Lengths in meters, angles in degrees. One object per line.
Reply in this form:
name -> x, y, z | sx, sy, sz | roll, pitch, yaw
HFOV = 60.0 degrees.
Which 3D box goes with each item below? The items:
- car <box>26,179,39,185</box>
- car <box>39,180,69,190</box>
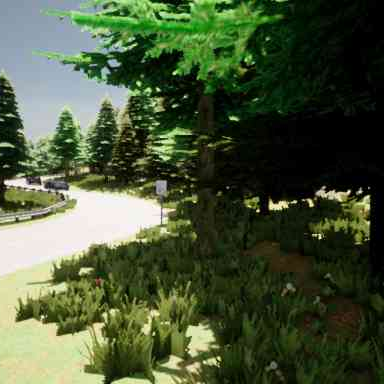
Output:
car -> -25.450, -1.926, 53.405 | 1.837, 1.490, 4.892 | 0, 5, -34
car -> -18.826, -0.997, 46.136 | 4.181, 1.385, 1.994 | 7, 4, 40
